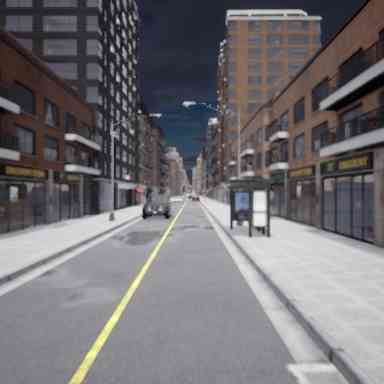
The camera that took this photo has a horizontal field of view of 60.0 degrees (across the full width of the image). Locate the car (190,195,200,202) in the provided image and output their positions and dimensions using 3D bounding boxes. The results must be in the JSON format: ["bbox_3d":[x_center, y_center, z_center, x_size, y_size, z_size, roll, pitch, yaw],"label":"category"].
[{"bbox_3d":[0.952,1.586,80.149,1.882,1.535,5.008,0,0,0],"label":"car"}]

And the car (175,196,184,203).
[{"bbox_3d":[-2.759,1.578,68.995,1.812,1.442,4.674,0,0,0],"label":"car"}]

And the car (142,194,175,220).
[{"bbox_3d":[-2.851,1.230,28.271,2.150,2.045,5.566,0,0,0],"label":"car"}]
